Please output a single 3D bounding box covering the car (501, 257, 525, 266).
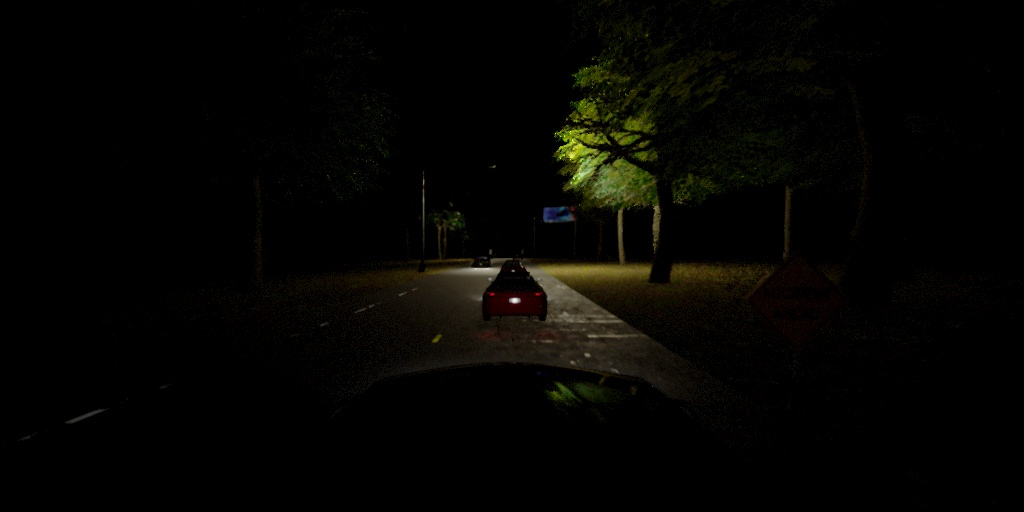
[{"bbox_3d":[0.088,0.992,27.533,1.994,1.385,4.181,0,1,0],"label":"car"}]

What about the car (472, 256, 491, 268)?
[{"bbox_3d":[-3.583,0.706,43.336,1.994,1.385,4.181,0,1,0],"label":"car"}]

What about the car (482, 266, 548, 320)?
[{"bbox_3d":[0.087,1.205,12.173,1.994,1.385,4.181,0,1,0],"label":"car"}]

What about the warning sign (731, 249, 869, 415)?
[{"bbox_3d":[3.550,0.840,4.547,1.300,1.860,1.060,0,0,0],"label":"warning sign"}]
